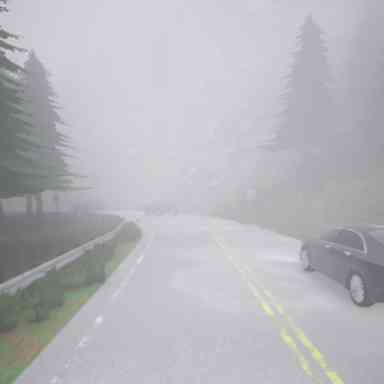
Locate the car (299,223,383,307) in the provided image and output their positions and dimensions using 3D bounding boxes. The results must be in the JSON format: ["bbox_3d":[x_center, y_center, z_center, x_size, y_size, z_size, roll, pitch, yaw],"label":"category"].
[{"bbox_3d":[4.117,1.514,7.962,1.837,1.490,4.892,0,0,-1],"label":"car"}]

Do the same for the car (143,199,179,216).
[{"bbox_3d":[-3.083,1.491,32.290,1.837,1.490,4.892,-3,1,-35],"label":"car"}]

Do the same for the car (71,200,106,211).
[{"bbox_3d":[-12.810,1.736,40.864,4.902,1.511,2.128,-2,3,31],"label":"car"}]
